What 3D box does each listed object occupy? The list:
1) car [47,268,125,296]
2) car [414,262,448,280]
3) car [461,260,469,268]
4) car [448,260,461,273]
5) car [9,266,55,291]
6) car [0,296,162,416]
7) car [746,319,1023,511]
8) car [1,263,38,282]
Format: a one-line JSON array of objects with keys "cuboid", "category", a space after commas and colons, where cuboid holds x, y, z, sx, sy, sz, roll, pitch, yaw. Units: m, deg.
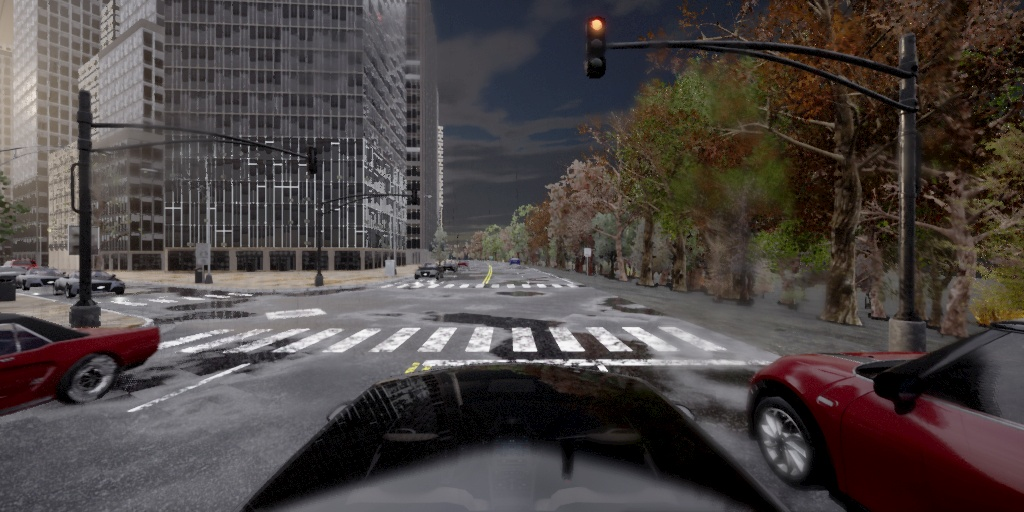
[{"cuboid": [-23.396, 1.490, 19.826, 4.181, 1.385, 1.994, 0, 0, 29], "category": "car"}, {"cuboid": [-7.146, 1.322, 31.259, 1.994, 1.385, 4.181, 0, 0, -2], "category": "car"}, {"cuboid": [-8.708, 1.381, 63.662, 1.895, 1.301, 4.718, 0, 0, -3], "category": "car"}, {"cuboid": [-7.639, 1.365, 43.631, 1.895, 1.301, 4.718, 0, 0, -3], "category": "car"}, {"cuboid": [-32.133, 1.563, 24.566, 4.181, 1.385, 1.994, 0, 0, 29], "category": "car"}, {"cuboid": [-6.612, 1.349, 3.541, 1.895, 1.301, 4.718, 0, 0, 0], "category": "car"}, {"cuboid": [3.320, 1.070, 1.717, 2.097, 1.767, 4.553, -1, -1, 2], "category": "car"}, {"cuboid": [-41.288, 1.585, 29.538, 4.892, 1.490, 1.837, -1, 0, 28], "category": "car"}]
